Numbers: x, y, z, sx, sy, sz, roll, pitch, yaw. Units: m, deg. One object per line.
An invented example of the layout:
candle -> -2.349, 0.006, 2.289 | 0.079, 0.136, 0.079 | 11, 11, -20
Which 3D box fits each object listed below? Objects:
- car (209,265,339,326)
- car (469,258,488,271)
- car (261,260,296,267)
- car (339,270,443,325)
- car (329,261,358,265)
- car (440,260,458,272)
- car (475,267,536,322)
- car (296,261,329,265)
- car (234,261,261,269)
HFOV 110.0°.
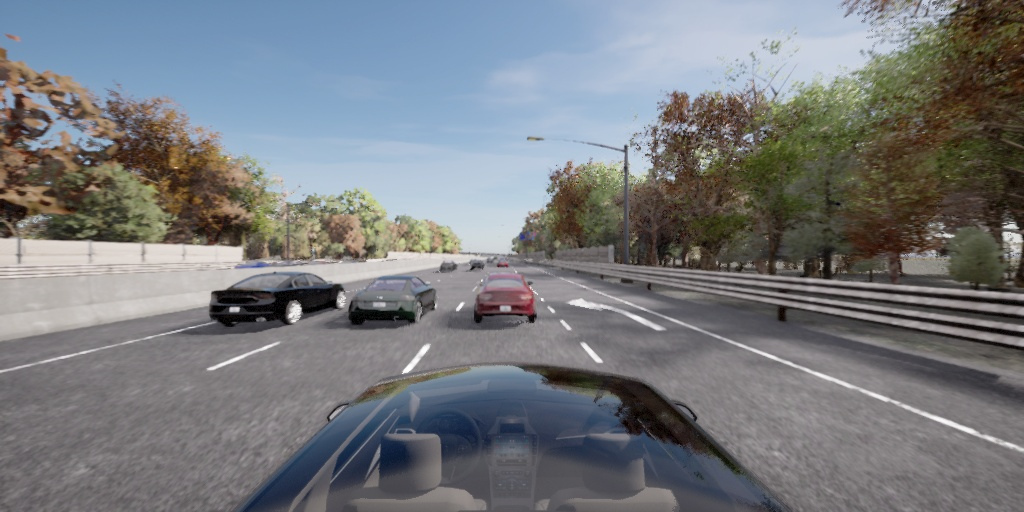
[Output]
car -> -7.231, 1.234, 11.729 | 1.882, 1.535, 5.008 | 0, 0, -2
car -> -4.820, 1.293, 51.413 | 1.837, 1.490, 4.892 | 0, 0, -2
car -> -25.594, 1.266, 40.878 | 2.128, 1.511, 4.902 | 0, 0, -1
car -> -3.734, 1.321, 11.937 | 1.994, 1.385, 4.181 | 0, 0, -2
car -> -18.600, 1.301, 40.953 | 1.812, 1.442, 4.674 | 0, 0, -1
car -> -8.201, 1.274, 46.948 | 2.128, 1.511, 4.902 | 0, 0, -2
car -> -0.240, 1.284, 12.171 | 1.812, 1.442, 4.674 | 0, 0, -2
car -> -22.095, 1.301, 40.861 | 1.812, 1.442, 4.674 | 0, 0, -1
car -> -29.083, 1.299, 40.505 | 1.812, 1.442, 4.674 | 0, 0, -1
